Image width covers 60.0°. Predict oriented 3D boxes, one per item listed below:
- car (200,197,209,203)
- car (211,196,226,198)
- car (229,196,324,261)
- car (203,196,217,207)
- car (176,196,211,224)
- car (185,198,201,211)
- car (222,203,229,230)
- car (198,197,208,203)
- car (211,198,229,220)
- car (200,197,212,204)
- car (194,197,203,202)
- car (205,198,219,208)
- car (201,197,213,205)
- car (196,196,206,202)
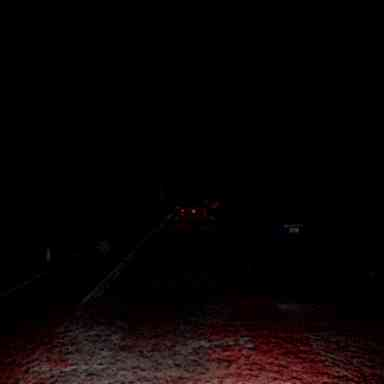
[{"bbox_3d":[2.931,1.899,78.687,2.002,1.452,4.674,0,-1,-1],"label":"car"},{"bbox_3d":[3.028,1.475,45.511,2.185,1.767,4.553,0,0,0],"label":"car"},{"bbox_3d":[3.005,1.232,12.445,2.435,2.045,5.566,0,0,0],"label":"car"},{"bbox_3d":[3.036,1.545,56.680,2.185,1.767,4.553,0,0,0],"label":"car"},{"bbox_3d":[0.117,1.379,25.432,2.097,1.767,4.553,0,0,0],"label":"car"},{"bbox_3d":[0.129,1.585,42.985,1.882,1.535,5.008,0,0,0],"label":"car"},{"bbox_3d":[3.008,1.530,17.933,2.002,1.452,4.674,0,0,0],"label":"car"},{"bbox_3d":[2.703,1.931,84.230,2.097,1.535,5.008,0,-1,-2],"label":"car"},{"bbox_3d":[3.017,1.521,28.973,2.231,1.521,4.892,0,0,0],"label":"car"},{"bbox_3d":[3.040,1.792,73.140,2.231,1.521,4.892,0,-1,0],"label":"car"},{"bbox_3d":[1.867,2.107,95.449,2.163,1.488,4.792,0,-1,-5],"label":"car"},{"bbox_3d":[3.032,1.676,51.186,2.002,1.452,4.674,0,0,0],"label":"car"},{"bbox_3d":[3.044,1.744,67.621,2.231,1.521,4.892,0,0,0],"label":"car"},{"bbox_3d":[2.359,1.878,89.745,2.185,1.767,4.553,0,-1,-4],"label":"car"}]
